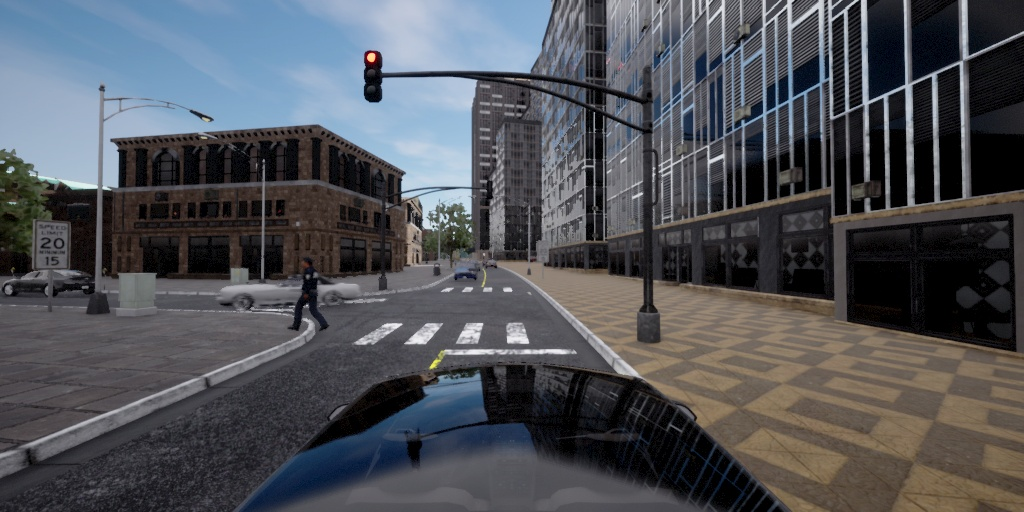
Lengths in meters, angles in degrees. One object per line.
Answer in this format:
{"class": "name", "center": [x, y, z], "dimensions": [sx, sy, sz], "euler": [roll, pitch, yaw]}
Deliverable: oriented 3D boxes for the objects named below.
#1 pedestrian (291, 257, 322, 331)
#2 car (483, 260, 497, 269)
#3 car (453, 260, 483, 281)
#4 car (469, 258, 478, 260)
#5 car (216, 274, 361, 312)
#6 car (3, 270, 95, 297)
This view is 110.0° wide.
{"class": "pedestrian", "center": [-4.944, 0.885, 8.665], "dimensions": [0.375, 1.860, 0.375], "euler": [1, -1, -1]}
{"class": "car", "center": [-3.426, 1.297, 58.442], "dimensions": [2.033, 1.411, 5.357], "euler": [0, 0, -7]}
{"class": "car", "center": [-3.808, 1.297, 30.430], "dimensions": [2.033, 1.411, 5.357], "euler": [0, 0, -3]}
{"class": "car", "center": [-5.138, 1.309, 47.411], "dimensions": [1.994, 1.385, 4.181], "euler": [0, 0, -6]}
{"class": "car", "center": [-8.617, 1.390, 14.244], "dimensions": [4.718, 1.301, 1.895], "euler": [0, -1, -26]}
{"class": "car", "center": [-24.186, 1.383, 18.848], "dimensions": [4.403, 1.370, 2.007], "euler": [0, 0, 9]}
